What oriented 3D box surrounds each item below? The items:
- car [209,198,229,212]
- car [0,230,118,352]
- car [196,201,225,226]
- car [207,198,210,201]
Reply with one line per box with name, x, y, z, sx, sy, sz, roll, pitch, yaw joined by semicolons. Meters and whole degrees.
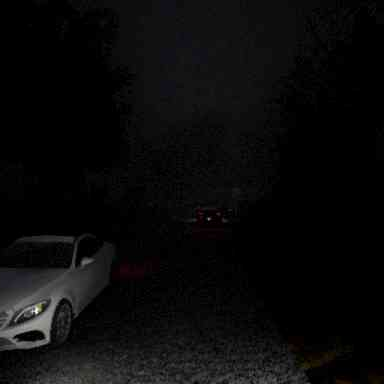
car;3.711;1.830;42.734;2.033;1.411;5.357;1;0;10
car;-2.715;1.526;6.390;1.812;1.442;4.674;0;0;1
car;1.360;1.667;24.919;1.812;1.442;4.674;0;-1;5
car;3.522;1.660;56.666;1.895;1.301;4.718;2;2;13
